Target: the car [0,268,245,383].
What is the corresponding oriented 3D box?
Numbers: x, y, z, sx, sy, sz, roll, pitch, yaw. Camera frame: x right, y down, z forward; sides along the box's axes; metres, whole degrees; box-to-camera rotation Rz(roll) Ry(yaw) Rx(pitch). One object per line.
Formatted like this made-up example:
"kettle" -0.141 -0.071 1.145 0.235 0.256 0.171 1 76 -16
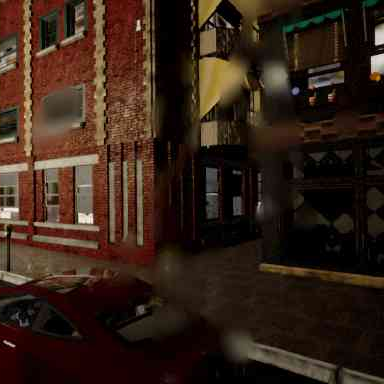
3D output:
"car" -1.444 1.583 3.879 4.206 1.307 1.802 0 -1 36
